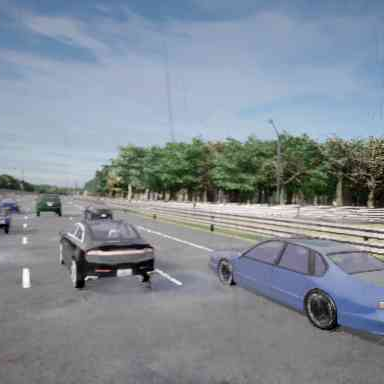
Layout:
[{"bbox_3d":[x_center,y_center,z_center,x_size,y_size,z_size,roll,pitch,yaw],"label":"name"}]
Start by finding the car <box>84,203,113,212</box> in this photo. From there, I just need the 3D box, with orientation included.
[{"bbox_3d":[-7.820,1.644,27.719,1.812,1.442,4.674,2,-1,-26],"label":"car"}]

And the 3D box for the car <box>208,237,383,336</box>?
[{"bbox_3d":[2.401,1.716,7.359,2.033,1.411,5.357,2,-1,-27],"label":"car"}]

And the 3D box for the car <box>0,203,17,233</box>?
[{"bbox_3d":[-11.128,1.498,18.595,1.895,1.301,4.718,2,-1,-26],"label":"car"}]

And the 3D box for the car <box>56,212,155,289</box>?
[{"bbox_3d":[-2.566,1.533,9.395,2.128,1.511,4.902,2,-1,-27],"label":"car"}]

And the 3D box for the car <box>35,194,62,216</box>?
[{"bbox_3d":[-13.885,1.213,32.222,2.150,2.045,5.566,2,-1,-26],"label":"car"}]

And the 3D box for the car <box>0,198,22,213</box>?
[{"bbox_3d":[-18.790,1.394,34.349,1.812,1.442,4.674,2,-1,-25],"label":"car"}]
